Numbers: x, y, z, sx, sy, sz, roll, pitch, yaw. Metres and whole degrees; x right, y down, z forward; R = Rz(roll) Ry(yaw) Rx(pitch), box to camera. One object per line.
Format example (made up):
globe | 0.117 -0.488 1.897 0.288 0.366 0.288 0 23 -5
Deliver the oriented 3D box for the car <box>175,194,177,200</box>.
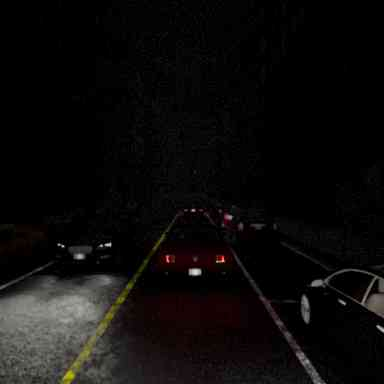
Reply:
car | -5.588 1.741 83.743 1.947 1.339 4.313 0 0 0

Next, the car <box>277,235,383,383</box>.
car | 2.671 1.558 4.148 2.008 1.369 4.403 0 0 0

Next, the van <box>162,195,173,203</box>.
van | -5.649 1.491 72.407 1.690 1.788 3.998 0 0 0

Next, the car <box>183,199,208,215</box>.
car | 0.124 1.605 30.361 2.033 1.411 5.357 0 0 0

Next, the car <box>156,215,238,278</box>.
car | 0.089 1.619 10.145 1.895 1.301 4.718 0 0 0

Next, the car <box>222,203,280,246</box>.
car | 2.681 1.468 15.336 1.967 1.590 4.097 0 0 0

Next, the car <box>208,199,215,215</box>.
car | 2.697 1.644 32.119 1.802 1.307 4.206 0 0 0

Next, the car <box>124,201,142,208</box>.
car | -5.829 1.612 32.122 2.008 1.369 4.403 0 0 0

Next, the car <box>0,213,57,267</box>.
car | -5.850 1.542 9.569 1.752 1.417 4.829 0 0 0

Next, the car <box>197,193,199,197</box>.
car | 2.937 1.616 83.701 1.967 1.590 4.097 0 0 0

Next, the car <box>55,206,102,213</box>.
car | -5.845 1.572 15.334 1.887 1.381 4.507 0 0 0

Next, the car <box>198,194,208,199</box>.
car | 2.877 1.590 72.363 1.967 1.590 4.097 0 0 0

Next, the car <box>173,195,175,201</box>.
car | -5.619 1.603 78.075 1.967 1.590 4.097 0 0 0

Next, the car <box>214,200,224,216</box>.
car | 2.686 1.479 20.931 1.967 1.590 4.097 0 0 0

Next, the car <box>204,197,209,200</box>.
car | 2.702 1.624 37.713 2.008 1.369 4.403 0 0 0

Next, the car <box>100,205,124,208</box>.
car | -5.840 1.583 20.930 1.887 1.381 4.507 0 0 0

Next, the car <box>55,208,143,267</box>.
car | -3.090 1.512 11.588 2.128 1.511 4.902 0 0 0
